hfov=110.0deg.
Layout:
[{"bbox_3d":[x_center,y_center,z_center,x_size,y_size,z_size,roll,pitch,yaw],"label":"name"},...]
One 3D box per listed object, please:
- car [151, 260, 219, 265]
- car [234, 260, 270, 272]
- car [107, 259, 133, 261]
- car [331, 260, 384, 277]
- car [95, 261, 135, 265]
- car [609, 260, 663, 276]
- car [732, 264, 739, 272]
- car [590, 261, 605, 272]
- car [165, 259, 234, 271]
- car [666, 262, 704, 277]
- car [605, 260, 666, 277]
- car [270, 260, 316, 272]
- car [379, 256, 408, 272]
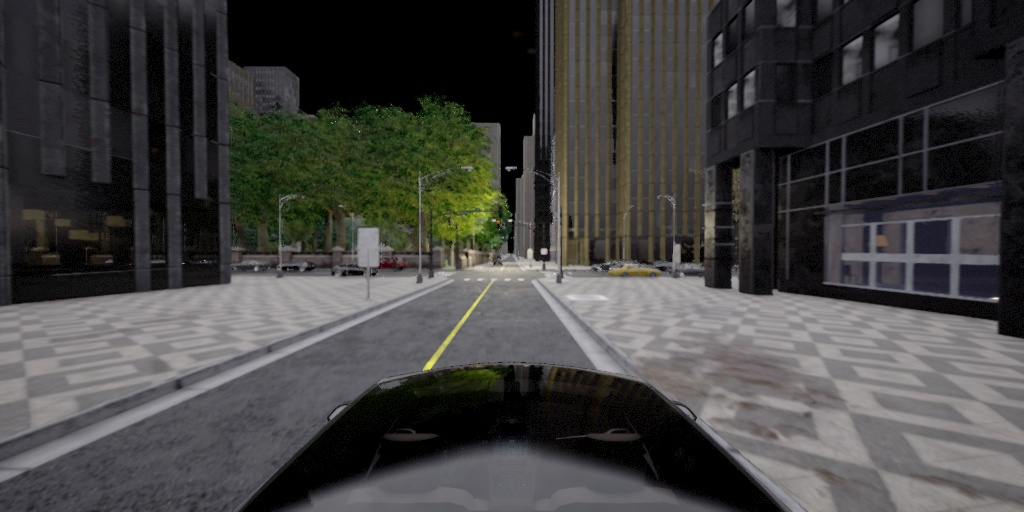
[{"bbox_3d":[-31.446,1.331,34.611,4.403,1.370,2.007,0,0,0],"label":"car"},{"bbox_3d":[-31.408,1.165,43.135,4.403,1.370,2.007,0,0,0],"label":"car"},{"bbox_3d":[-47.778,1.051,43.221,4.097,1.591,1.967,0,0,0],"label":"car"},{"bbox_3d":[-15.075,1.350,34.525,4.313,1.339,1.948,0,0,0],"label":"car"},{"bbox_3d":[-36.903,1.362,34.640,4.207,1.307,1.802,0,0,0],"label":"car"},{"bbox_3d":[12.734,1.250,37.128,4.902,1.511,2.128,0,1,0],"label":"car"},{"bbox_3d":[28.163,1.247,42.823,4.207,1.307,1.802,0,0,0],"label":"car"},{"bbox_3d":[11.624,1.193,42.909,4.403,1.370,2.007,0,0,0],"label":"car"},{"bbox_3d":[-32.523,1.226,37.364,4.902,1.511,2.128,0,1,0],"label":"car"},{"bbox_3d":[17.101,1.367,34.357,4.403,1.370,2.007,0,0,0],"label":"car"},{"bbox_3d":[11.759,1.335,34.385,4.829,1.417,1.751,0,0,0],"label":"car"},{"bbox_3d":[-25.952,1.181,43.106,4.313,1.339,1.948,0,0,0],"label":"car"},{"bbox_3d":[-15.040,0.933,43.049,5.009,1.841,2.192,0,0,0],"label":"car"}]
